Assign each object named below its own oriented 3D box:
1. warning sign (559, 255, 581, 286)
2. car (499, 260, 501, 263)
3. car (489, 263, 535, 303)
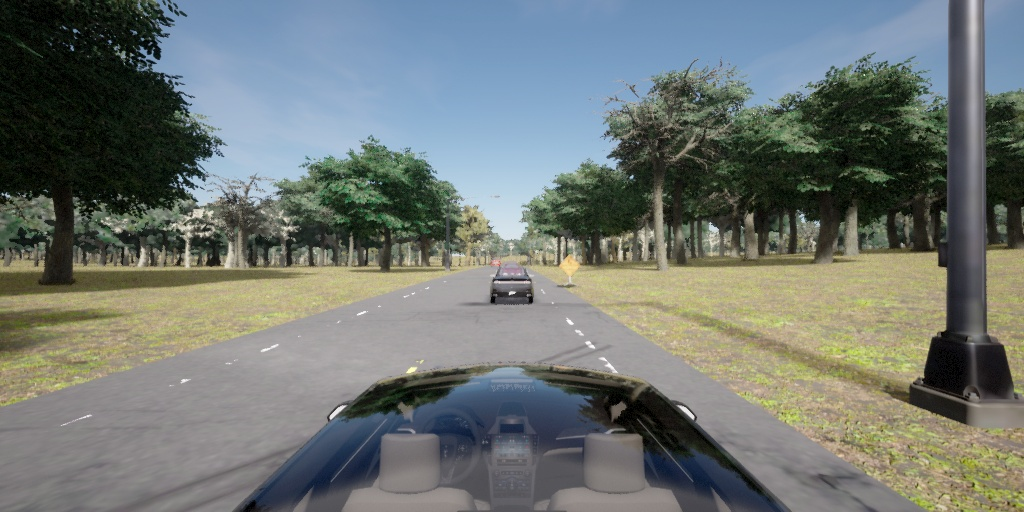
[{"bbox_3d":[3.550,0.873,21.916,1.300,1.860,1.060,0,0,0],"label":"warning sign"},{"bbox_3d":[0.000,1.312,31.505,1.812,1.442,4.674,0,0,0],"label":"car"},{"bbox_3d":[0.000,1.251,16.502,2.128,1.511,4.902,0,0,0],"label":"car"}]
